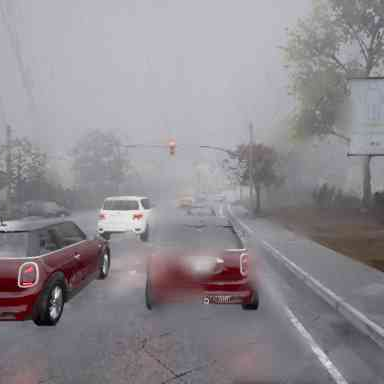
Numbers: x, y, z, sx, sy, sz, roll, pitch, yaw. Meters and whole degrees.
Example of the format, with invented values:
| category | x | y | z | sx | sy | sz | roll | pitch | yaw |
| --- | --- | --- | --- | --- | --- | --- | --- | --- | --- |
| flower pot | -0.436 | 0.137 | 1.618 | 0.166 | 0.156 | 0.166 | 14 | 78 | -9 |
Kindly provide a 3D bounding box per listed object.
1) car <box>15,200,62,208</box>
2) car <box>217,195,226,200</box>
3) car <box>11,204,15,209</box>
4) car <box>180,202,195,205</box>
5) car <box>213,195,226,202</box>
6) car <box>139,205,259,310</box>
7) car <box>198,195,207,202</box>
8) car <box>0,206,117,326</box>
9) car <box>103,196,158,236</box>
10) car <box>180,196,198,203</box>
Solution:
| category | x | y | z | sx | sy | sz | roll | pitch | yaw |
| --- | --- | --- | --- | --- | --- | --- | --- | --- | --- |
| car | -12.752 | 1.547 | 28.840 | 5.357 | 1.411 | 2.033 | 0 | 0 | 35 |
| car | 7.693 | 1.392 | 85.668 | 1.812 | 1.442 | 4.674 | 0 | 0 | 10 |
| car | -15.796 | 1.547 | 34.307 | 5.357 | 1.411 | 2.033 | 0 | 0 | 4 |
| car | 0.473 | 1.492 | 17.199 | 2.128 | 1.511 | 4.902 | 0 | 0 | 2 |
| car | 6.001 | 1.590 | 75.576 | 1.895 | 1.301 | 4.718 | 0 | 0 | 9 |
| car | 0.219 | 1.352 | 7.992 | 2.097 | 1.767 | 4.553 | 0 | 0 | 1 |
| car | 2.155 | 1.354 | 73.390 | 2.097 | 1.767 | 4.553 | 0 | 0 | 9 |
| car | -3.290 | 1.352 | 7.247 | 2.097 | 1.767 | 4.553 | 0 | 0 | 1 |
| car | -3.046 | 1.221 | 16.924 | 2.150 | 2.045 | 5.566 | 0 | 0 | 2 |
| car | -0.676 | 1.477 | 49.733 | 1.882 | 1.535 | 5.008 | 0 | 0 | 5 |
